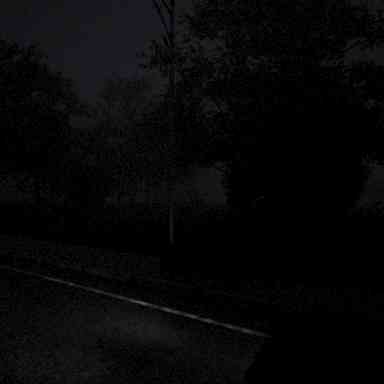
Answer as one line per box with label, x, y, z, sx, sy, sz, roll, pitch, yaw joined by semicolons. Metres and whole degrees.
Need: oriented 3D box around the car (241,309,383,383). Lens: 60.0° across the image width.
car;2.668;1.601;2.088;4.718;1.301;1.895;0;0;35
